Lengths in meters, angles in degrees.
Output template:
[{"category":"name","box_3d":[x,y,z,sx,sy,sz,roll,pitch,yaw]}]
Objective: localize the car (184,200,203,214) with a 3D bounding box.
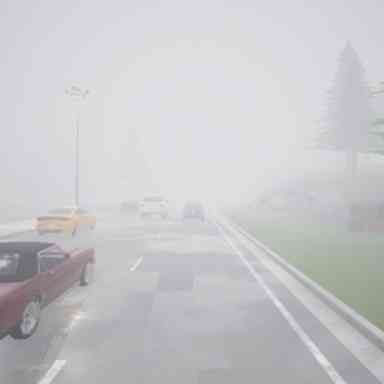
[{"category":"car","box_3d":[0.220,1.666,38.734,2.033,1.411,5.357,0,0,2]}]

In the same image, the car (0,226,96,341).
[{"category":"car","box_3d":[-3.398,1.621,6.512,1.895,1.301,4.718,0,0,0]}]

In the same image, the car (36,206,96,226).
[{"category":"car","box_3d":[-6.898,1.535,18.748,1.882,1.535,5.008,0,0,0]}]

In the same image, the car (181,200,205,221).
[{"category":"car","box_3d":[0.098,1.633,27.683,2.033,1.411,5.357,0,0,0]}]

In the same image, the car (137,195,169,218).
[{"category":"car","box_3d":[-3.396,1.315,30.859,2.150,2.045,5.566,0,0,0]}]

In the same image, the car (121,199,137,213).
[{"category":"car","box_3d":[-6.809,1.595,38.261,1.882,1.535,5.008,0,0,1]}]
